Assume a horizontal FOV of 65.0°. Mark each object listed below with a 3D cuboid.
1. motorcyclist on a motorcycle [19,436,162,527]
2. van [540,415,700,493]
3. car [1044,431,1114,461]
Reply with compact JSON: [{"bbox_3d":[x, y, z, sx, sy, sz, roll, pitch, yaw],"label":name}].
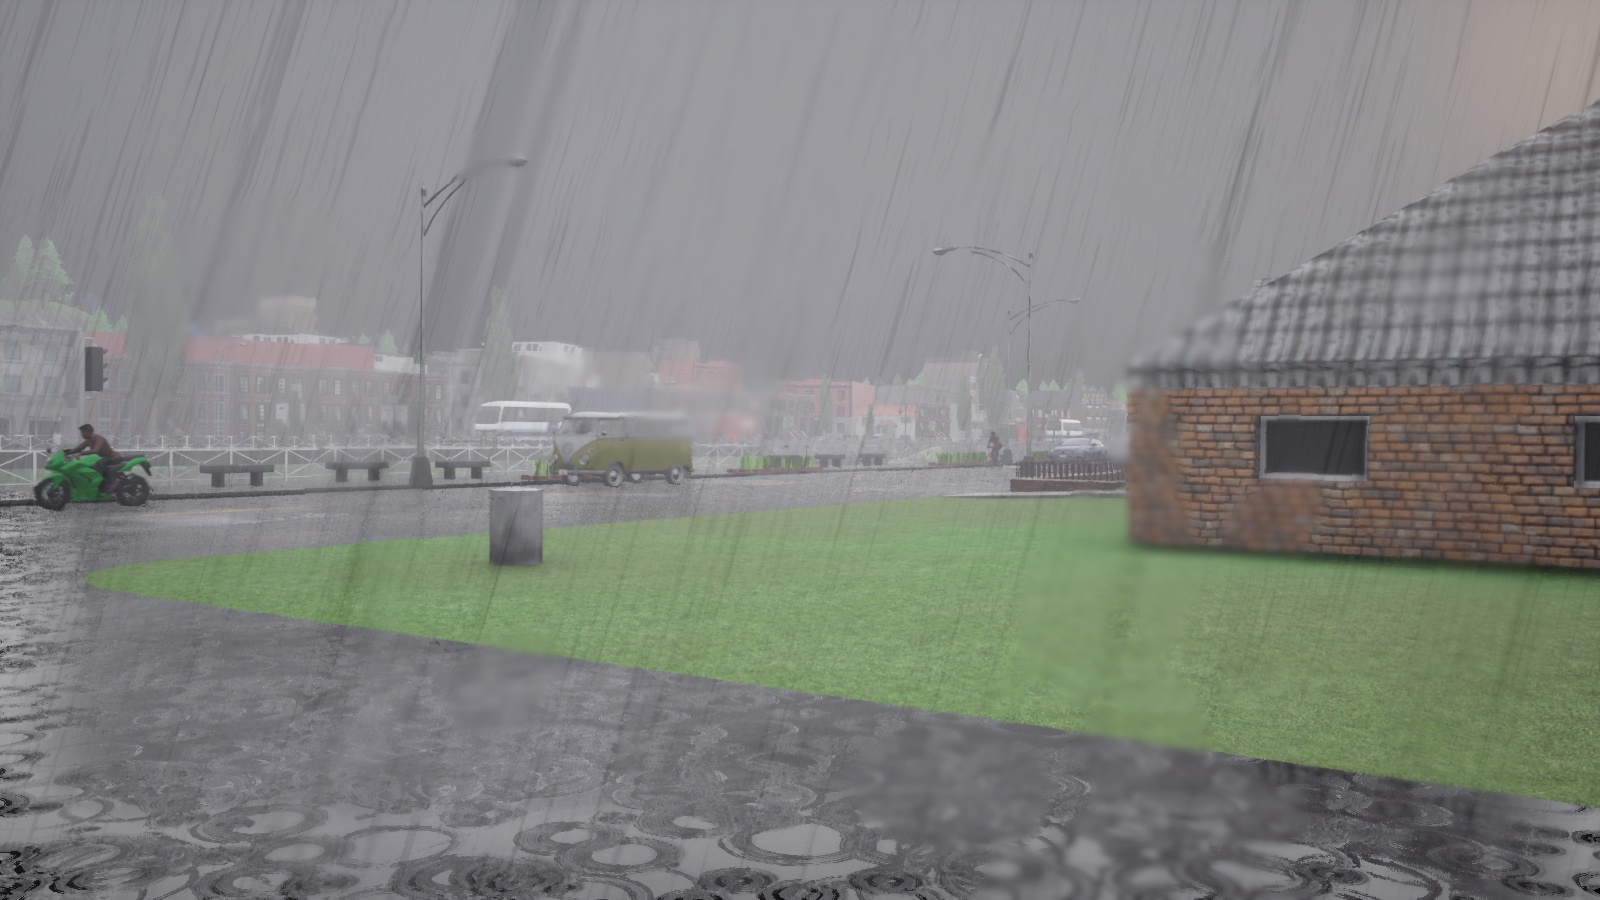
[{"bbox_3d":[-12.560,0.523,22.287,0.797,1.523,2.044,0,1,34],"label":"motorcyclist on a motorcycle"},{"bbox_3d":[-4.785,0.063,33.995,1.775,1.987,4.442,0,1,34],"label":"van"},{"bbox_3d":[13.851,-0.215,62.059,1.812,1.442,4.674,0,1,34],"label":"car"}]
